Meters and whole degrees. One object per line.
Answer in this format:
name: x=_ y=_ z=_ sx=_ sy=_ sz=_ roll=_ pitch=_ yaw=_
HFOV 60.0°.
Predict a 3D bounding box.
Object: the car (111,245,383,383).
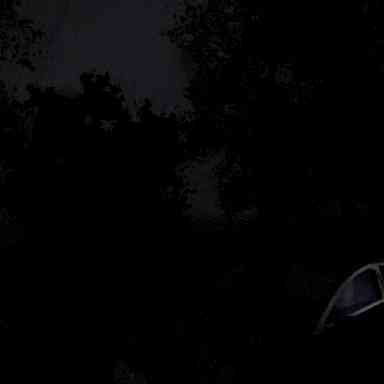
car: x=1.455 y=1.495 z=4.113 sx=4.902 sy=1.511 sz=2.128 roll=0 pitch=0 yaw=-36
